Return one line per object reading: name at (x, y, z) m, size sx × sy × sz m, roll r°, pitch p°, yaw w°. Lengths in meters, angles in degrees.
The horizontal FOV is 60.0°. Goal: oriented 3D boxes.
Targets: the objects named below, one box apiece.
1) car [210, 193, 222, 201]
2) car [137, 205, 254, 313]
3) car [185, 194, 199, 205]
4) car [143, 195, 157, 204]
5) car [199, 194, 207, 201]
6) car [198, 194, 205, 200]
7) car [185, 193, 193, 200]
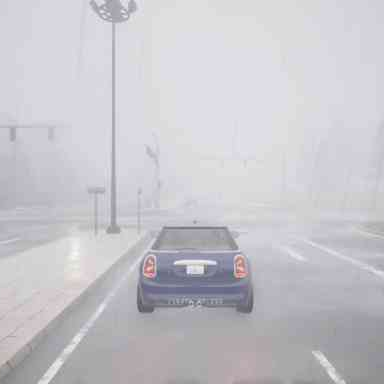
car at (6.356, 1.214, 84.937) m, size 2.150 × 2.045 × 5.566 m, roll 0°, pitch 0°, yaw -1°
car at (0.071, 1.352, 7.826) m, size 2.097 × 1.767 × 4.553 m, roll 0°, pitch 0°, yaw 0°
car at (-0.161, 1.525, 54.646) m, size 1.812 × 1.442 × 4.674 m, roll 0°, pitch 0°, yaw -1°
car at (-8.371, 1.351, 65.606) m, size 2.097 × 1.767 × 4.553 m, roll 0°, pitch 0°, yaw 0°
car at (2.851, 1.513, 85.208) m, size 1.812 × 1.442 × 4.674 m, roll 0°, pitch 0°, yaw -1°
car at (2.686, 1.441, 95.532) m, size 1.882 × 1.535 × 5.008 m, roll 0°, pitch 0°, yaw -1°
car at (-0.814, 1.189, 95.506) m, size 2.150 × 2.045 × 5.566 m, roll 0°, pitch 0°, yaw -1°
